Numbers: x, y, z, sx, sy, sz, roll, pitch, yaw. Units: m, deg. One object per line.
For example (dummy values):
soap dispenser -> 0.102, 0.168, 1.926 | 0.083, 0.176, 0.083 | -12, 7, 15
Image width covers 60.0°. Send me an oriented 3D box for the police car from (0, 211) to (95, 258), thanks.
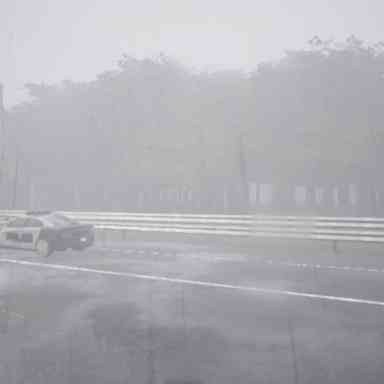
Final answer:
police car -> -6.326, 1.590, 13.478 | 5.238, 1.638, 1.930 | -1, -1, 27
